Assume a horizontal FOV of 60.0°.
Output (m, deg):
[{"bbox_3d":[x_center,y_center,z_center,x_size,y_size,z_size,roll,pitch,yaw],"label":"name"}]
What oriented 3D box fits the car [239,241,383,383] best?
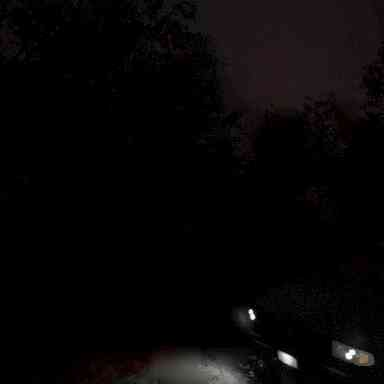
[{"bbox_3d":[3.265,1.567,5.427,5.357,1.411,2.033,0,0,-36],"label":"car"}]
